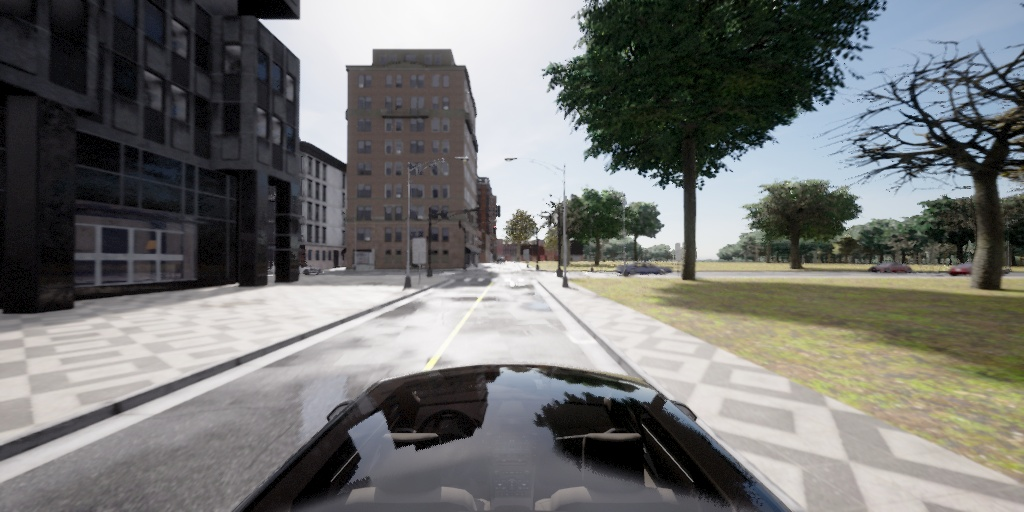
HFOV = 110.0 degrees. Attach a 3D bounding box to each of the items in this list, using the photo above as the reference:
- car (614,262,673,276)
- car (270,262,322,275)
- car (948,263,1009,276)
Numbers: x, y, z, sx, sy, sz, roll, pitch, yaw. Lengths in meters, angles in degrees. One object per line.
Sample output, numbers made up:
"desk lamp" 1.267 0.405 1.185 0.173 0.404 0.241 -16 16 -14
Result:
"car" 13.042 1.291 35.712 5.357 1.411 2.033 0 -1 0
"car" -21.444 1.304 35.657 4.674 1.442 1.812 1 -1 0
"car" 46.508 1.360 35.773 4.181 1.385 1.994 0 -1 0
